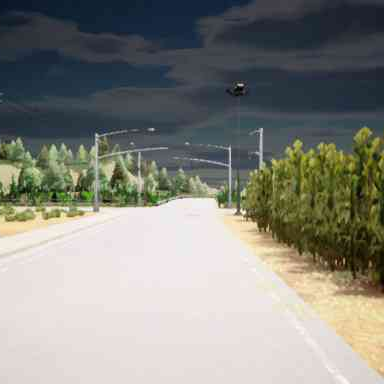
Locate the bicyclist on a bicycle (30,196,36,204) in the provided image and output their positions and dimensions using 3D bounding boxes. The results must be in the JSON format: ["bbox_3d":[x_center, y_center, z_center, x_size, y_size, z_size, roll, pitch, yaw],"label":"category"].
[{"bbox_3d":[-22.619,1.404,47.432,0.582,1.620,1.656,0,0,3],"label":"bicyclist on a bicycle"}]
